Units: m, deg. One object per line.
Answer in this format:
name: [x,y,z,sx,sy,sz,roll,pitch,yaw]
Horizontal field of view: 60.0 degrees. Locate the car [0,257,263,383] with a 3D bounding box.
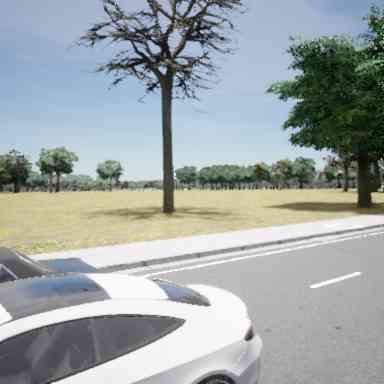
car: [-1.431,1.521,2.681,4.674,1.442,1.812,-1,1,-35]

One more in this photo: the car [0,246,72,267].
car: [-3.752,1.605,5.002,4.718,1.301,1.895,-1,1,-36]
